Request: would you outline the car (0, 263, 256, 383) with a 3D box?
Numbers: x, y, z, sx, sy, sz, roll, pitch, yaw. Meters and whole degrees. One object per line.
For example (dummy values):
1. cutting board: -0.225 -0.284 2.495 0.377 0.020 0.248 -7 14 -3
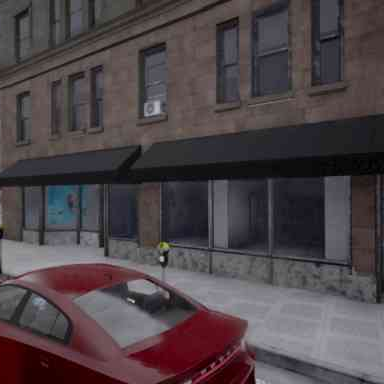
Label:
1. car: -1.496 1.545 3.933 4.507 1.381 1.887 0 0 36
